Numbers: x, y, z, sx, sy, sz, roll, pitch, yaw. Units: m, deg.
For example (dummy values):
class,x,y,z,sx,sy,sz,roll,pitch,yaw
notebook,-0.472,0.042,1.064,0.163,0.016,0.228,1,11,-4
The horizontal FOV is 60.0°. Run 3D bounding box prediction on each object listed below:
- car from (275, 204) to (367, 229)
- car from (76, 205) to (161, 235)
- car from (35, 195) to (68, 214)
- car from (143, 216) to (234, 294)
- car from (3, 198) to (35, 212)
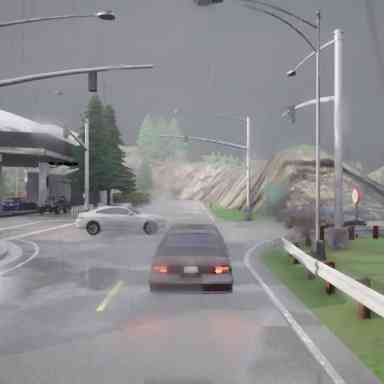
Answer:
class,x,y,z,sx,sy,sz,roll,pitch,yaw
car,6.554,1.358,17.605,2.033,1.411,5.357,0,0,-19
car,-3.644,1.415,17.416,4.674,1.442,1.812,0,0,-1
car,-14.595,1.313,35.248,1.905,1.878,3.866,0,0,-1
car,0.033,1.547,8.932,2.033,1.411,5.357,0,0,1
car,-20.310,1.480,39.515,2.242,1.667,4.611,0,0,-1
